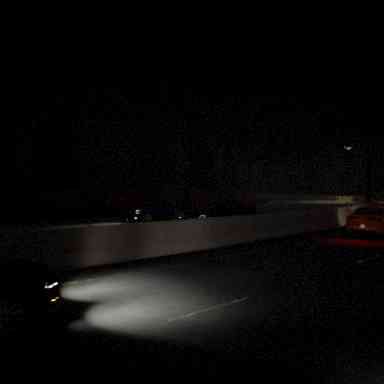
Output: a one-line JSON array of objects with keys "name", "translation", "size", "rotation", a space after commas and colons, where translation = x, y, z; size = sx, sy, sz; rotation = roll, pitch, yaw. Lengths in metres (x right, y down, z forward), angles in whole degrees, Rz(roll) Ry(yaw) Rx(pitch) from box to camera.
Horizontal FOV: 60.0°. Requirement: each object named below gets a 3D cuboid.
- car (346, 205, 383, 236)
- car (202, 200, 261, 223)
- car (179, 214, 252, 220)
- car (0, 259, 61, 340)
[{"name": "car", "translation": [9.675, 1.437, 17.286], "size": [1.882, 1.535, 5.008], "rotation": [0, 0, 44]}, {"name": "car", "translation": [3.170, 1.451, 25.813], "size": [1.882, 1.535, 5.008], "rotation": [0, 0, 43]}, {"name": "car", "translation": [1.334, 1.335, 19.103], "size": [4.553, 1.767, 2.097], "rotation": [0, 0, -44]}, {"name": "car", "translation": [-4.564, 1.515, 4.946], "size": [4.892, 1.490, 1.837], "rotation": [0, 0, -35]}]
